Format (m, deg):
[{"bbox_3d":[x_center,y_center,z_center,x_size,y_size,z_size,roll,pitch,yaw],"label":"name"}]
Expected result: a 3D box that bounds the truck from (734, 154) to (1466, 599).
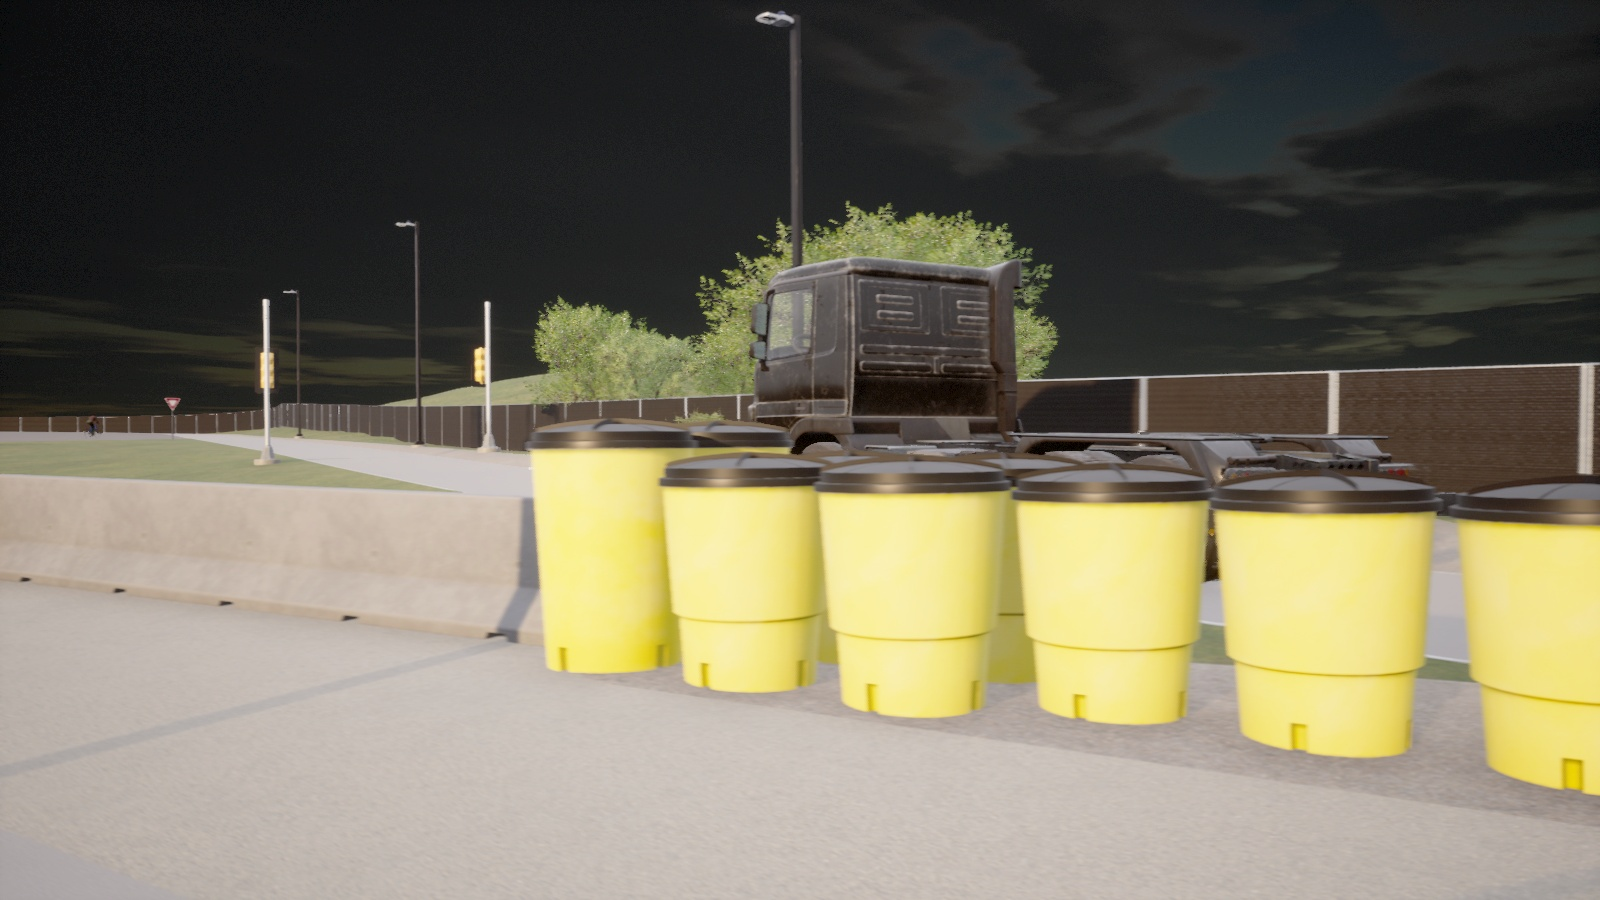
[{"bbox_3d":[2.604,-0.662,13.862,2.891,3.462,7.936,-2,2,-34],"label":"truck"}]
